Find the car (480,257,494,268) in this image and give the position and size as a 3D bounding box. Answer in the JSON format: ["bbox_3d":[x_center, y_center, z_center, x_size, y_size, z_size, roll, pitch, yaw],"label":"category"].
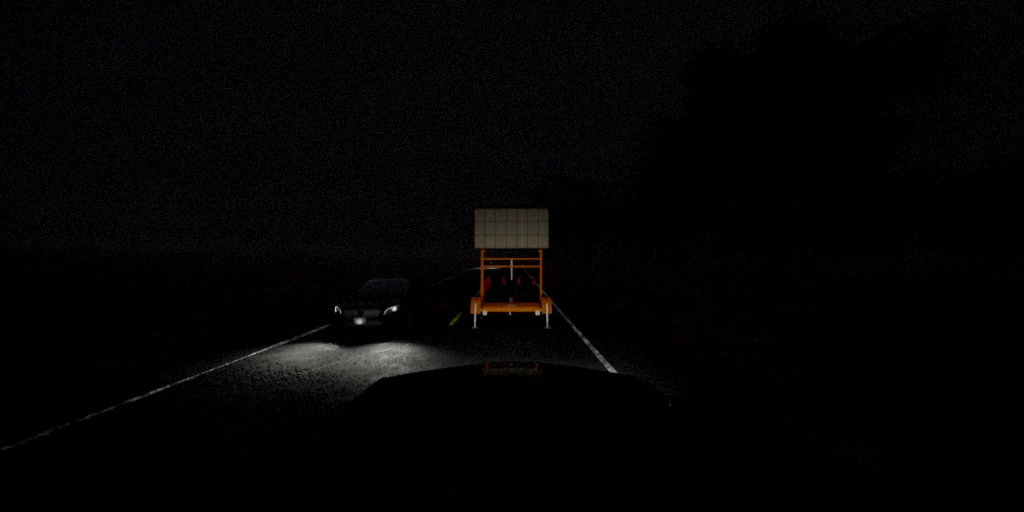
[{"bbox_3d":[-3.619,0.905,52.664,1.882,1.535,5.008,0,1,0],"label":"car"}]

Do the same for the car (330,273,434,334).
[{"bbox_3d":[-3.607,1.266,10.795,1.812,1.442,4.674,0,0,0],"label":"car"}]

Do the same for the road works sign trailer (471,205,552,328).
[{"bbox_3d":[-0.011,0.203,11.284,2.380,3.560,2.880,0,0,0],"label":"road works sign trailer"}]
